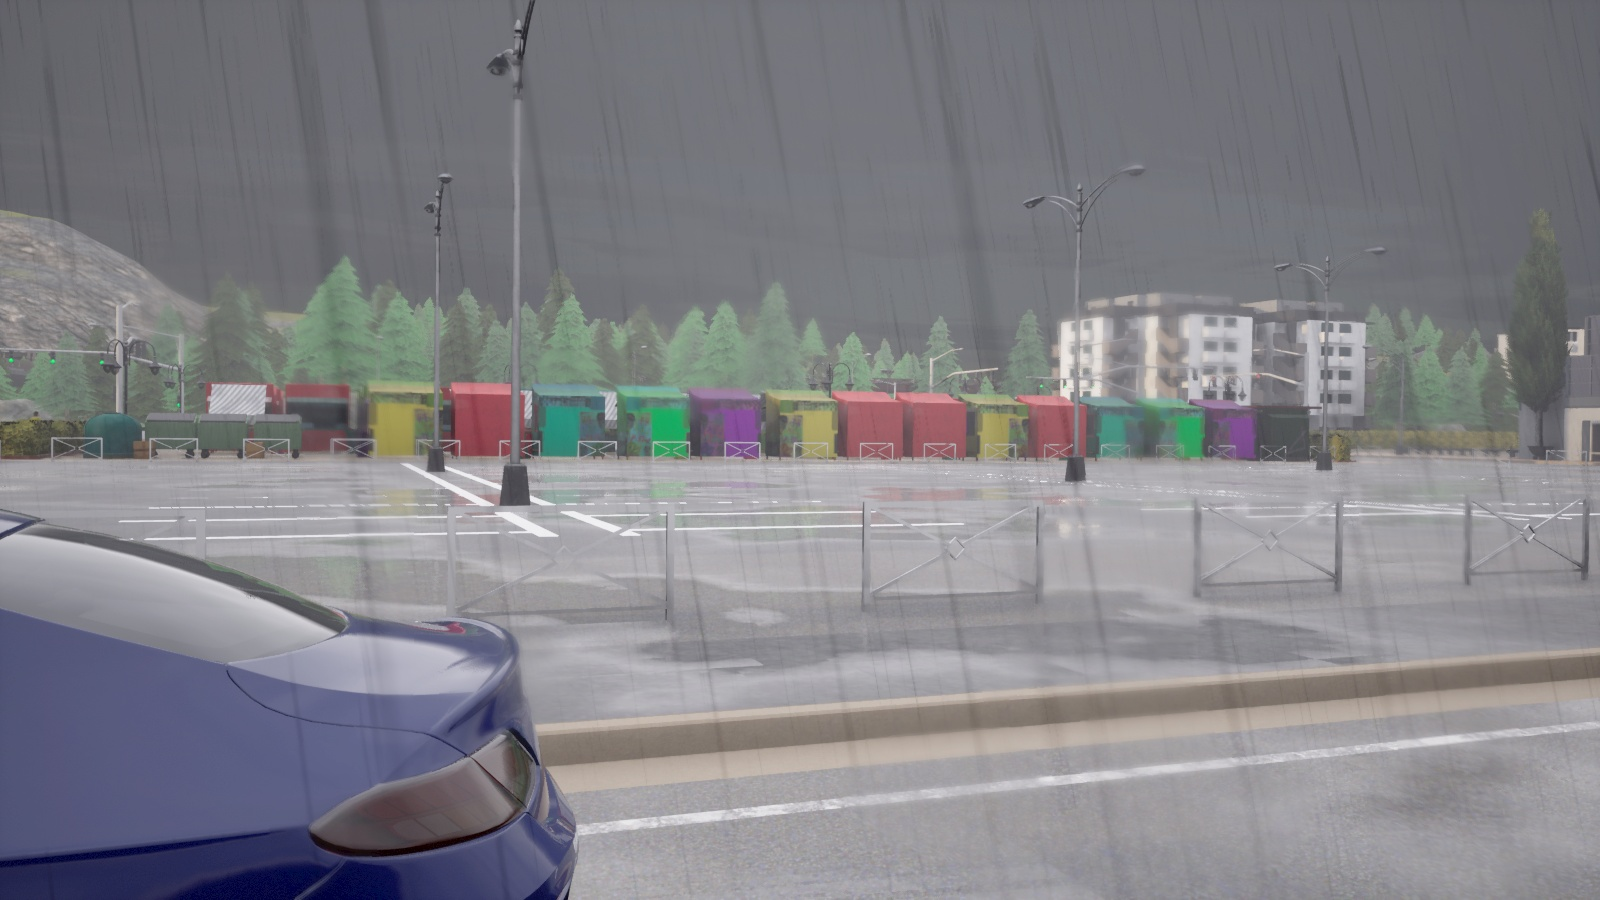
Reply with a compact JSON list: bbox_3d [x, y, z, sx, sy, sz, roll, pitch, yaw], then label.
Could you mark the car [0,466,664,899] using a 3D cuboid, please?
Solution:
[{"bbox_3d":[-2.743,0.818,2.198,4.674,1.442,1.812,-1,1,-21],"label":"car"}]
